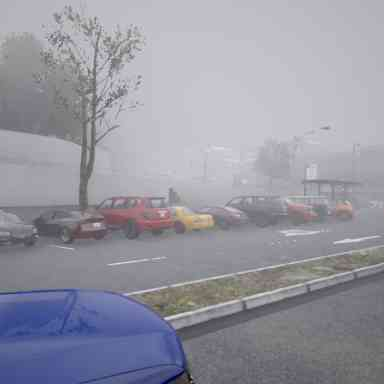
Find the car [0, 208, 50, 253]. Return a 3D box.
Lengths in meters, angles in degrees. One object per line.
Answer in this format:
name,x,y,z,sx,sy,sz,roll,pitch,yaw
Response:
car,-8.502,1.494,14.148,4.892,1.521,2.231,-1,-1,35

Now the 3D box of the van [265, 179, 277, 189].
van,17.499,-1.483,68.647,1.878,1.987,4.442,7,4,35

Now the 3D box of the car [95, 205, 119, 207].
car,-6.079,1.525,15.890,4.792,1.488,2.163,-1,-1,35

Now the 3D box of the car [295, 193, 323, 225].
car,6.247,1.270,24.532,5.566,2.045,2.435,-1,-1,35

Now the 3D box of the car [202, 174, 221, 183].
car,5.546,-3.168,86.163,1.946,1.575,5.366,7,3,34

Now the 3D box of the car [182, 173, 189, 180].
car,0.183,-4.077,93.367,2.185,1.767,4.553,4,1,34

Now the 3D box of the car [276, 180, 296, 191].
car,19.255,-0.985,66.282,2.231,1.521,4.892,7,3,35

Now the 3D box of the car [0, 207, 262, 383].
car,-2.470,1.221,1.374,5.566,2.045,2.150,0,0,-35

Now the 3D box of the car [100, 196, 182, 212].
car,-3.631,1.249,17.632,5.566,2.045,2.435,-1,-1,35

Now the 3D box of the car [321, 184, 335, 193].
car,24.453,-0.418,58.887,2.435,2.045,5.566,7,3,35

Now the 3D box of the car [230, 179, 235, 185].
car,10.639,-2.309,78.644,2.002,1.452,4.674,7,3,35

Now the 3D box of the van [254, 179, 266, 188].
van,15.774,-1.756,71.121,1.878,1.987,4.442,7,4,35

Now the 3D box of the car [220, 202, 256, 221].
car,1.301,1.550,21.078,4.674,1.452,2.002,-1,-1,35

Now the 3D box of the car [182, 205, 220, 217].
car,-1.308,1.504,19.455,5.366,1.575,1.946,-1,-1,35

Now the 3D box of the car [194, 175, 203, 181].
car,3.699,-3.691,88.425,2.435,2.045,5.566,7,3,34

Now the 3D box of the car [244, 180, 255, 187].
car,14.204,-1.804,73.855,1.946,1.575,5.366,7,3,35

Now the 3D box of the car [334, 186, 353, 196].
car,26.139,0.144,56.412,2.002,1.452,4.674,7,3,35

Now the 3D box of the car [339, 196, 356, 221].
car,11.201,1.407,27.944,4.553,1.767,2.185,-1,-1,35

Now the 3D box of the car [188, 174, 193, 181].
car,1.909,-3.843,90.894,2.185,1.767,4.553,6,3,34

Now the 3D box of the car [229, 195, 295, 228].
car,3.731,1.265,22.832,5.566,2.045,2.435,-1,-1,35

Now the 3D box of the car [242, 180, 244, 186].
car,12.377,-2.036,76.179,2.002,1.452,4.674,7,4,35

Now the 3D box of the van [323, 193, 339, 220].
van,8.789,1.300,26.198,4.442,1.987,1.878,-1,-1,35
